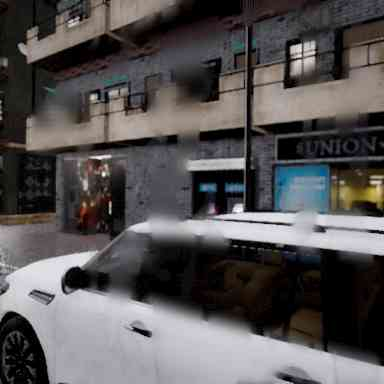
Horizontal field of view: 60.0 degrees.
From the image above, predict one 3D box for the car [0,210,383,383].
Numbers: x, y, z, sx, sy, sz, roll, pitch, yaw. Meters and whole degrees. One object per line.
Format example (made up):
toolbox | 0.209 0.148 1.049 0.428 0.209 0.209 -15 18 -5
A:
car | 0.301 1.195 3.171 5.566 2.045 2.150 2 1 35
